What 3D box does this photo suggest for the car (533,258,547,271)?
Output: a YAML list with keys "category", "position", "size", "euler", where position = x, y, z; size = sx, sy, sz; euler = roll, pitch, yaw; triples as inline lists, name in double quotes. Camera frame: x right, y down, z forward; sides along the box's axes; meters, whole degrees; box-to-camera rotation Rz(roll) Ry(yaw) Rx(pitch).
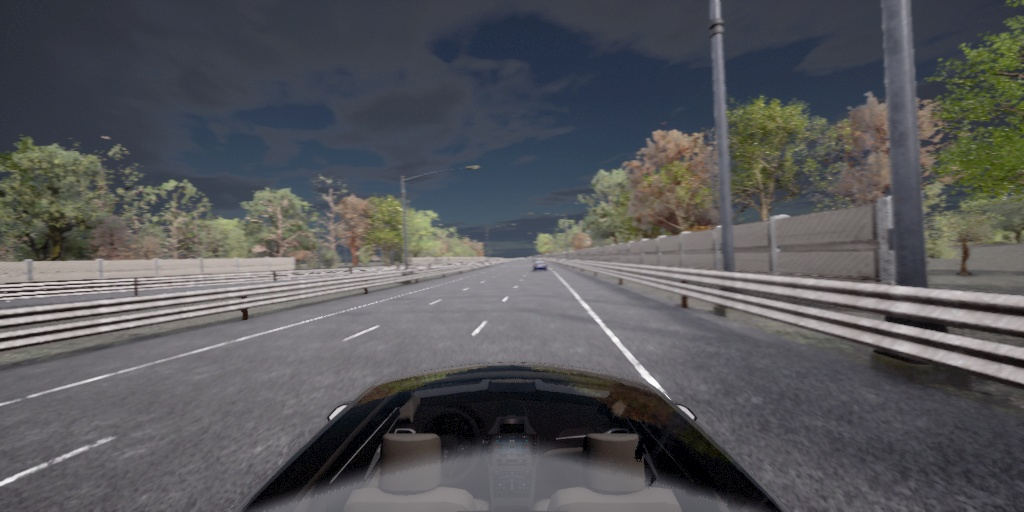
- category: "car"
  position: [4.086, 1.424, 52.271]
  size: [2.163, 1.488, 4.792]
  euler: [-3, -1, 4]
